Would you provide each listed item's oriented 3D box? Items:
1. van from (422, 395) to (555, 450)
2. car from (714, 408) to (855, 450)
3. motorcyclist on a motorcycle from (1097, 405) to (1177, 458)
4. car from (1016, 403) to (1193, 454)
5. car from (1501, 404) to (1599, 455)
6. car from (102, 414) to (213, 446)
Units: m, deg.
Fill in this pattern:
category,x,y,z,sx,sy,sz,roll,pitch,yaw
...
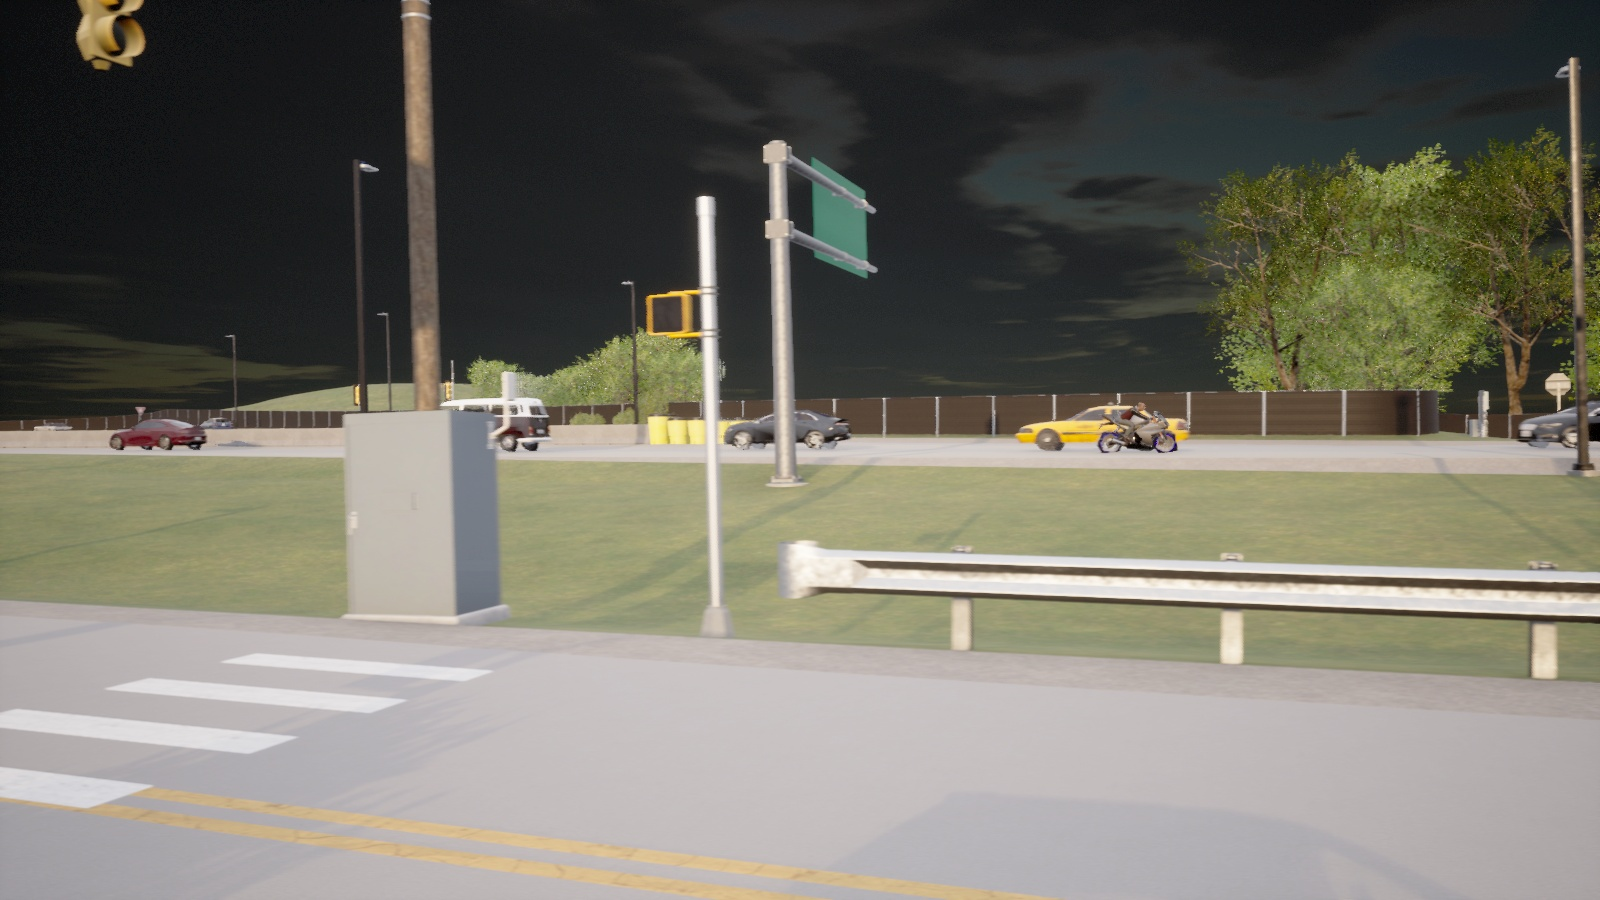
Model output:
category,x,y,z,sx,sy,sz,roll,pitch,yaw
van,-11.838,-1.042,47.792,4.480,2.038,2.069,0,1,19
car,-0.568,-0.796,47.558,4.902,1.511,2.128,0,1,19
motorcyclist on a motorcycle,9.806,-0.540,36.511,2.191,1.530,0.866,0,1,19
car,9.760,-0.693,40.234,5.366,1.575,1.801,0,1,19
car,24.772,-0.637,38.969,4.902,1.511,2.128,0,1,-4
car,-29.538,-0.911,57.701,4.674,1.442,1.812,0,1,19
